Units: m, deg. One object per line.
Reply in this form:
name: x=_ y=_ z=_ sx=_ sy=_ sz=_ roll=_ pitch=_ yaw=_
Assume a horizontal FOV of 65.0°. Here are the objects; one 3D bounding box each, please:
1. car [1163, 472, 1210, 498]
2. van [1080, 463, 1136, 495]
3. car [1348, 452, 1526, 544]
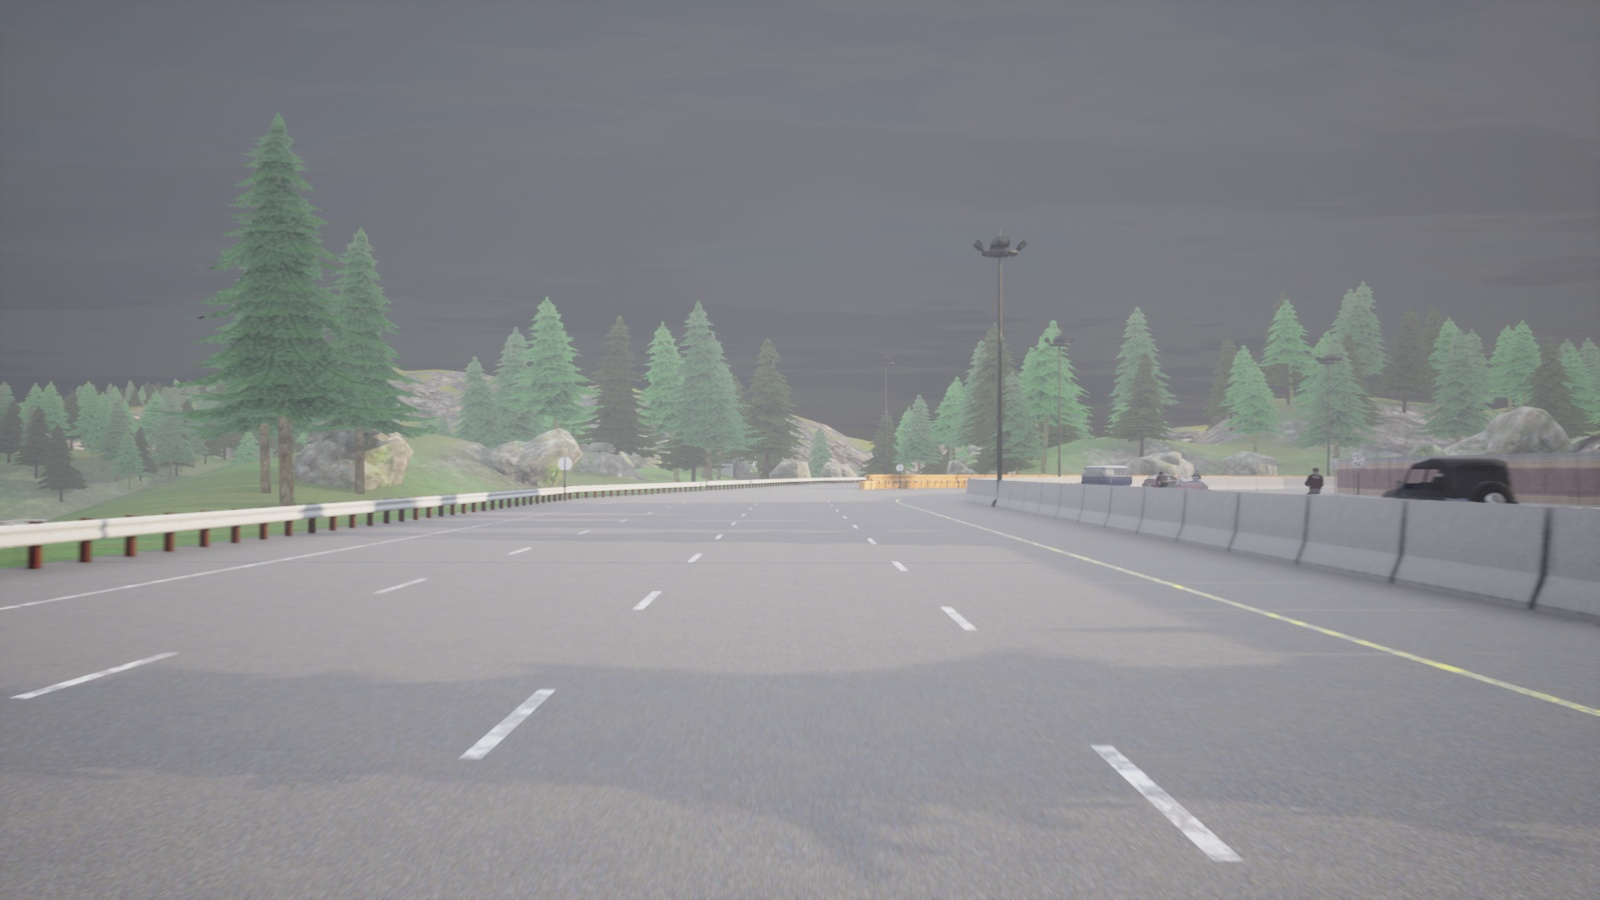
car: x=21.502 y=1.952 z=69.993 sx=1.994 sy=1.385 sz=4.181 roll=0 pitch=-1 yaw=10
van: x=19.488 y=1.804 z=79.397 sx=1.775 sy=1.987 sz=4.442 roll=-1 pitch=-1 yaw=38
car: x=13.863 y=1.011 z=27.580 sx=1.905 sy=1.878 sz=3.866 roll=0 pitch=-1 yaw=0
